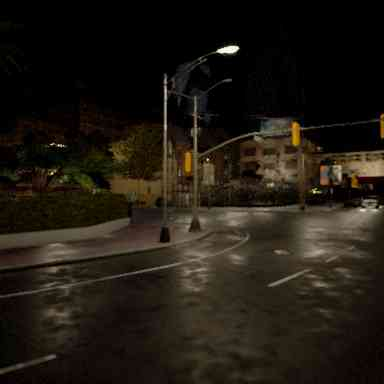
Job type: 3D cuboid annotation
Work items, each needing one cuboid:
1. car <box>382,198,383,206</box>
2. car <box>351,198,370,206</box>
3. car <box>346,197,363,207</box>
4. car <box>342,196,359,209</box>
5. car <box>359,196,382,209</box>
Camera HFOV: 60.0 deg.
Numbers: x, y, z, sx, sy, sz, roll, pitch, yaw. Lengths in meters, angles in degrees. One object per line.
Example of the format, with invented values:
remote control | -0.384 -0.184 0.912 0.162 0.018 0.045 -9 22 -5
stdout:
car | 36.637 1.717 65.995 2.150 2.045 5.566 0 -1 32
car | 35.130 2.000 69.265 2.231 1.521 4.892 0 -1 41
car | 29.420 1.805 60.128 2.185 1.767 4.553 0 -1 31
car | 26.152 1.890 54.593 2.097 1.535 5.008 0 -1 31
car | 28.272 1.614 52.585 2.150 2.045 5.566 0 0 32
